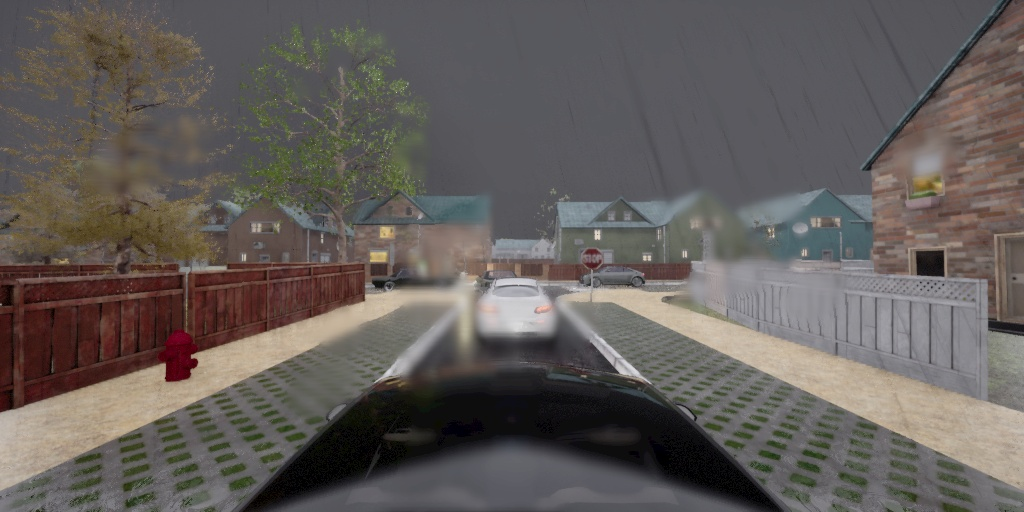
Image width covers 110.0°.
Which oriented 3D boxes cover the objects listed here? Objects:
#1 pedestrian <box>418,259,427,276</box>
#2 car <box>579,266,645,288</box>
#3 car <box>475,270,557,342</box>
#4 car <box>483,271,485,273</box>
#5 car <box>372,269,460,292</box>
[{"bbox_3d":[-6.687,1.119,26.762,0.375,1.860,0.375,0,-1,1],"label":"pedestrian"},{"bbox_3d":[6.551,1.344,23.660,4.181,1.385,1.994,0,-1,1],"label":"car"},{"bbox_3d":[0.107,1.279,9.670,1.812,1.442,4.674,0,0,0],"label":"car"},{"bbox_3d":[-0.747,1.366,18.489,1.895,1.301,4.718,0,-1,-12],"label":"car"},{"bbox_3d":[-5.472,1.416,20.876,4.718,1.301,1.895,-1,-1,1],"label":"car"}]
